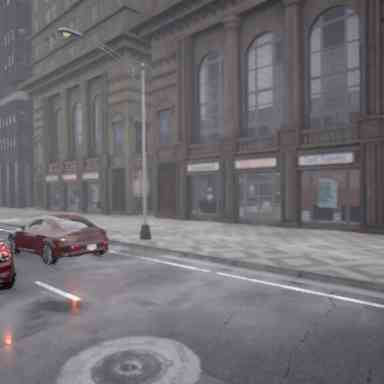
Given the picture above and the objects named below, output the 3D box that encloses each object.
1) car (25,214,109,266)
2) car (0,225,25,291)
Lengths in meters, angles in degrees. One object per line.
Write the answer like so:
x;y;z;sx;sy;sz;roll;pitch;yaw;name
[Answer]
-4.701;1.500;11.530;4.674;1.442;1.812;0;1;43;car
-6.113;1.384;8.067;4.553;1.767;2.097;0;1;43;car
